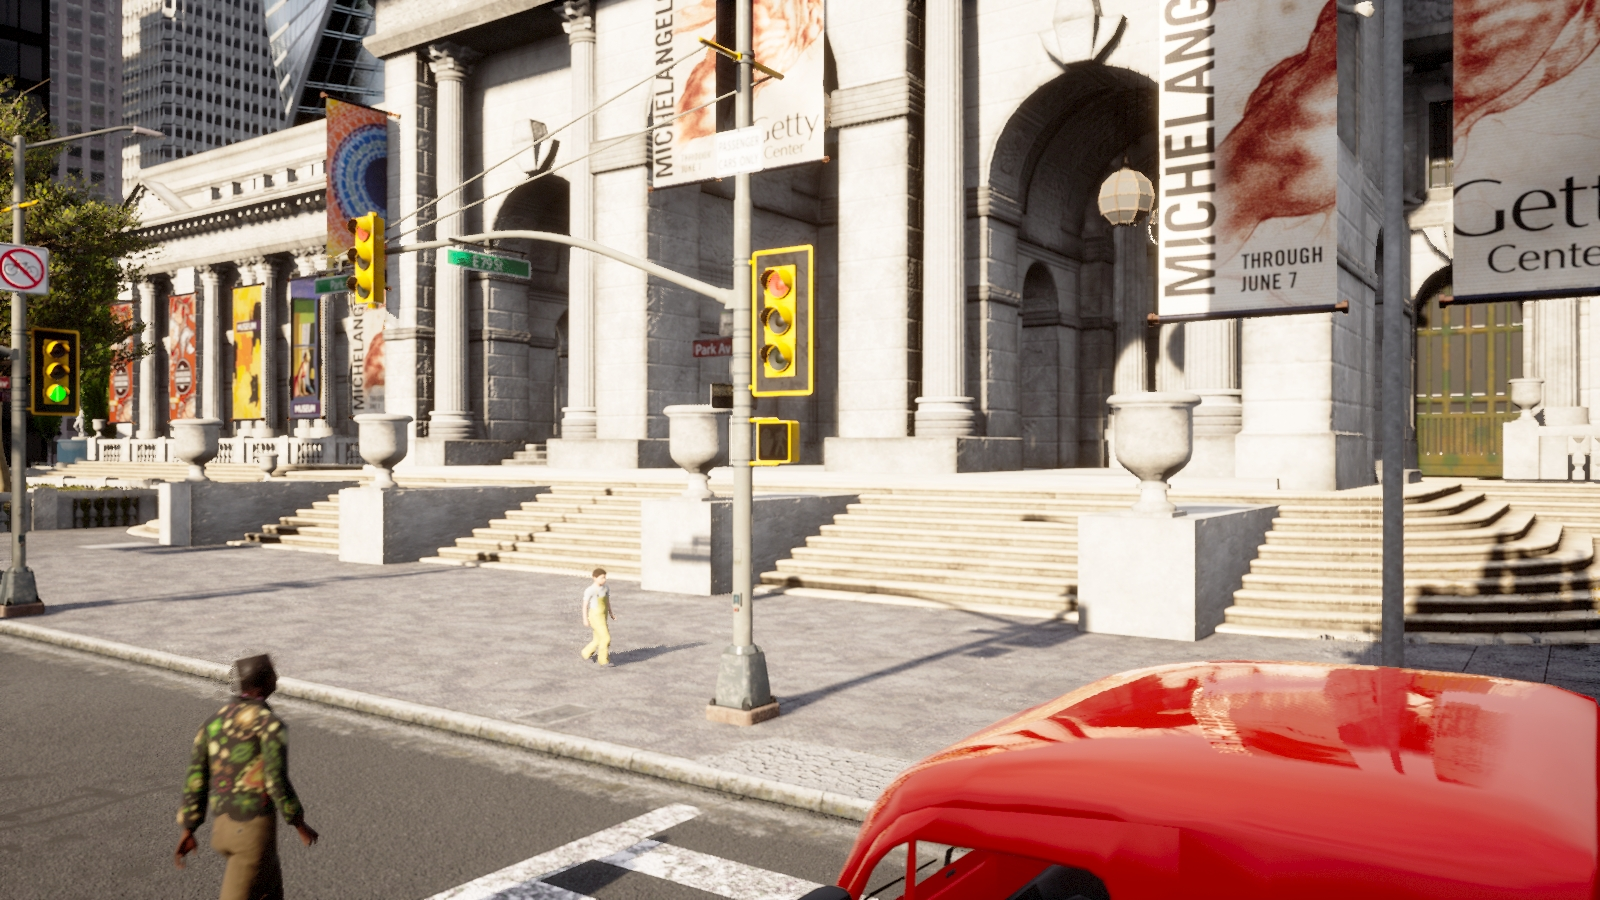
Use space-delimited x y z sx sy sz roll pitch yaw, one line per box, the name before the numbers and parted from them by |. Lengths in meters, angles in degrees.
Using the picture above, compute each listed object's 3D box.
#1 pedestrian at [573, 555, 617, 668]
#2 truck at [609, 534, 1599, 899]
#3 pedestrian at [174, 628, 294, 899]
pedestrian | -2.513 1.965 13.990 0.375 1.300 0.375 0 0 33
truck | 2.474 1.564 2.048 5.204 2.467 2.627 0 0 35
pedestrian | -2.779 1.843 5.620 0.375 1.860 0.375 0 0 24
